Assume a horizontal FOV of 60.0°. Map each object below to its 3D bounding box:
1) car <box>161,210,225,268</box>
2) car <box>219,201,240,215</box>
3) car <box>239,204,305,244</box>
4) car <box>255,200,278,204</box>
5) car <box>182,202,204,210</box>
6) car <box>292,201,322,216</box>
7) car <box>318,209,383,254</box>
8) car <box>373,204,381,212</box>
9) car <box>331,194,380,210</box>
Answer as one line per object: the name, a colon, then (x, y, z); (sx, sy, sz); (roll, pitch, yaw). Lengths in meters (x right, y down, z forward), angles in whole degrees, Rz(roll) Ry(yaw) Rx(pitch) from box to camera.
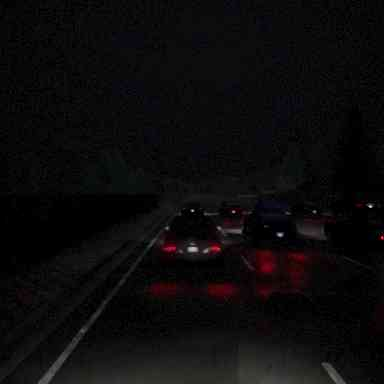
car: (0.041, 1.547, 11.186); (2.033, 1.411, 5.357); (0, 0, 0)
car: (3.569, 1.525, 30.898); (1.812, 1.442, 4.674); (0, 0, 0)
car: (3.571, 1.525, 15.732); (1.812, 1.442, 4.674); (0, 0, 0)
car: (7.070, 1.477, 31.432); (1.882, 1.535, 5.008); (0, 0, 0)
car: (0.066, 1.564, 30.427); (1.994, 1.385, 4.181); (0, 0, 0)
car: (10.569, 1.525, 30.889); (1.812, 1.442, 4.674); (0, 0, 0)
car: (7.059, 1.601, 13.461); (1.895, 1.301, 4.718); (0, 0, 0)
car: (10.566, 1.506, 15.012); (1.837, 1.490, 4.892); (0, 0, 0)
car: (14.058, 1.224, 28.813); (2.150, 2.045, 5.566); (0, 0, 0)
